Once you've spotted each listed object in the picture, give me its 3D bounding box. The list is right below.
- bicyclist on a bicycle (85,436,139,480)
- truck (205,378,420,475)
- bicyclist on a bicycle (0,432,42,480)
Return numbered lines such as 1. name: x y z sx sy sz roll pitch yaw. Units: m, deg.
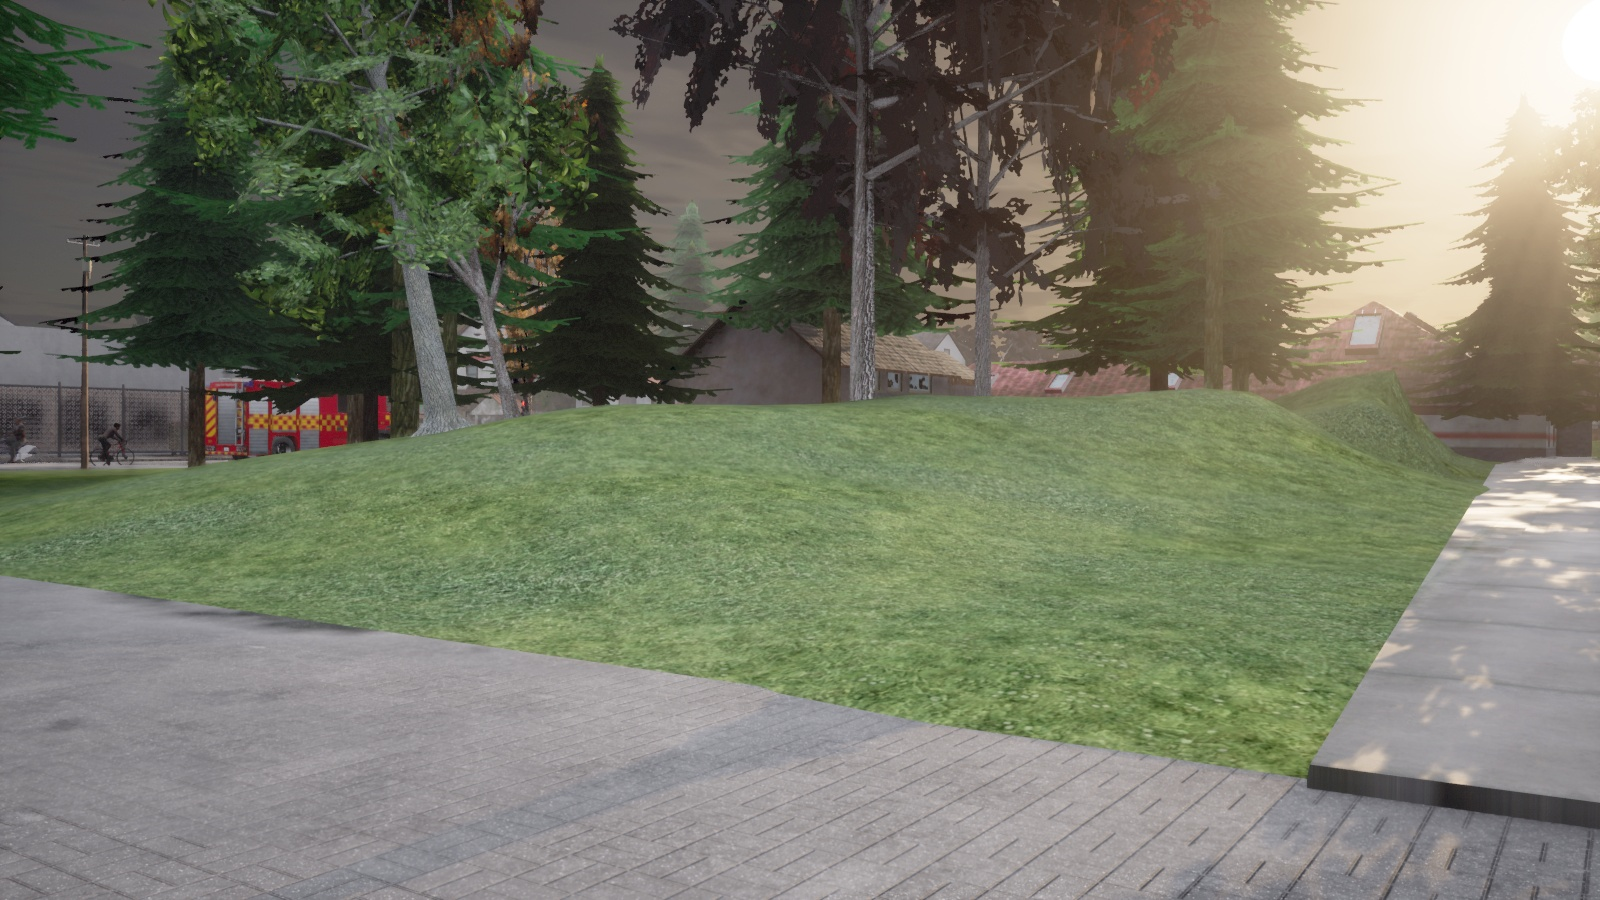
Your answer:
1. bicyclist on a bicycle: -25.486 0.279 46.556 0.582 1.620 1.656 0 1 34
2. truck: -20.648 -0.981 53.810 2.891 3.827 8.468 0 1 32
3. bicyclist on a bicycle: -29.750 0.225 47.366 0.659 1.776 1.843 0 1 34
